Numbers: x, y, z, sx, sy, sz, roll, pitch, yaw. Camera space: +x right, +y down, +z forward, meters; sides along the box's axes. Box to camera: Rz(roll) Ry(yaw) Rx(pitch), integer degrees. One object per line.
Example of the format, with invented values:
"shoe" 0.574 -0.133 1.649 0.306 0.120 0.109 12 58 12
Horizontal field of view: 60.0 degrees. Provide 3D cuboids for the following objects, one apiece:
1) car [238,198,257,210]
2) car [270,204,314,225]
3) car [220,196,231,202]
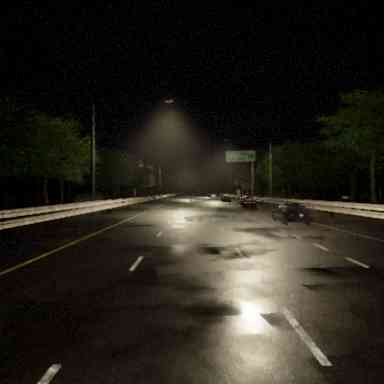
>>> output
"car" 7.103 1.496 42.861 2.128 1.511 4.902 0 0 0
"car" 7.033 1.552 23.835 2.033 1.411 5.357 0 0 0
"car" 7.284 1.533 72.433 1.994 1.385 4.181 0 0 0
